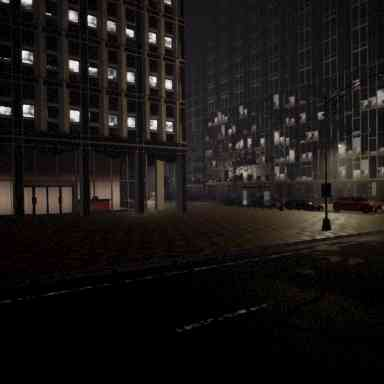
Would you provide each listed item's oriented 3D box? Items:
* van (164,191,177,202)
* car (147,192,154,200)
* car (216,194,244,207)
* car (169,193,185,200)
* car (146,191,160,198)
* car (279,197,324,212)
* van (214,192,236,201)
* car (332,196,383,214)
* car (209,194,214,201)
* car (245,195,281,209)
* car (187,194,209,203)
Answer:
[{"bbox_3d":[-3.832,0.937,59.734,1.690,1.788,3.998,0,1,-34],"label":"van"},{"bbox_3d":[-10.267,1.040,69.107,2.008,1.369,4.403,0,1,-34],"label":"car"},{"bbox_3d":[5.775,1.319,45.652,1.947,1.339,4.313,0,1,-34],"label":"car"},{"bbox_3d":[-3.358,0.936,73.850,1.802,1.307,4.206,0,1,-34],"label":"car"},{"bbox_3d":[-9.793,0.686,83.219,1.967,1.590,4.097,0,1,-34],"label":"car"},{"bbox_3d":[12.147,1.424,36.237,1.947,1.339,4.313,0,1,-34],"label":"car"},{"bbox_3d":[6.293,0.855,59.791,1.690,1.788,3.998,0,1,-34],"label":"van"},{"bbox_3d":[16.907,1.207,34.091,2.097,1.767,4.553,-1,1,-35],"label":"car"},{"bbox_3d":[3.077,1.043,64.479,1.802,1.307,4.206,0,1,-34],"label":"car"},{"bbox_3d":[8.944,1.388,40.935,1.802,1.307,4.206,0,1,-34],"label":"car"},{"bbox_3d":[0.277,1.093,58.387,1.837,1.490,4.892,-1,1,-34],"label":"car"}]
